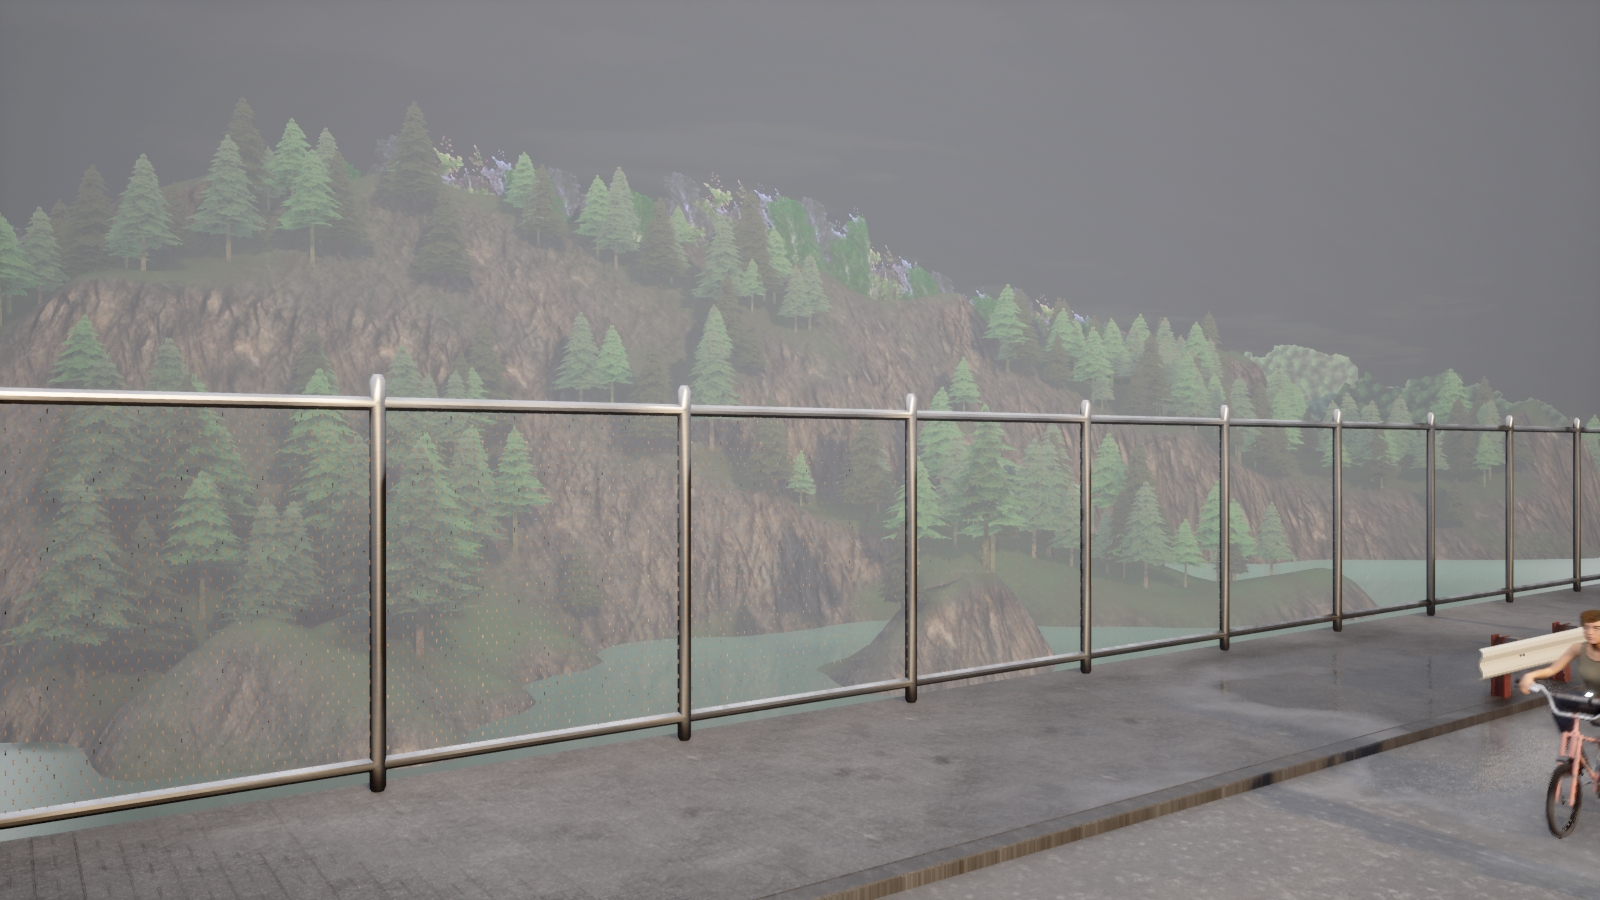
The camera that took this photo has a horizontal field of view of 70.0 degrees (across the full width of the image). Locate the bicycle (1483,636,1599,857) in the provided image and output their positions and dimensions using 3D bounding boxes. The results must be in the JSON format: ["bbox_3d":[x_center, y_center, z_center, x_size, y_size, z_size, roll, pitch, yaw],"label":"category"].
[{"bbox_3d":[5.903,2.151,8.514,1.487,1.276,0.859,0,0,-35],"label":"bicycle"}]
